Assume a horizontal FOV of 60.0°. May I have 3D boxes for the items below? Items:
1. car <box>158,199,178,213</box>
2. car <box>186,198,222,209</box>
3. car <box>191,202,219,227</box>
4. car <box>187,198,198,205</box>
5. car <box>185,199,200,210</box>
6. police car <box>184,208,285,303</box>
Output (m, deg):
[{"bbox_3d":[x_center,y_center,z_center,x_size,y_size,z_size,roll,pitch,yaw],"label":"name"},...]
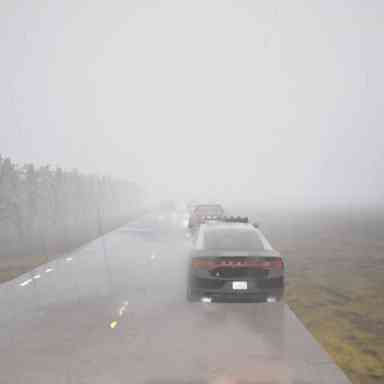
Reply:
[{"bbox_3d":[-2.683,1.595,37.708,1.837,1.490,4.892,0,0,0],"label":"car"},{"bbox_3d":[0.856,1.373,18.253,2.097,1.767,4.553,0,0,0],"label":"car"},{"bbox_3d":[0.868,1.544,24.282,1.837,1.490,4.892,0,0,0],"label":"car"},{"bbox_3d":[0.113,1.778,63.352,1.994,1.385,4.181,0,0,0],"label":"car"},{"bbox_3d":[0.109,1.675,46.005,2.033,1.411,5.357,0,0,1],"label":"car"},{"bbox_3d":[0.840,1.430,8.391,1.930,1.638,5.238,0,0,0],"label":"police car"}]
